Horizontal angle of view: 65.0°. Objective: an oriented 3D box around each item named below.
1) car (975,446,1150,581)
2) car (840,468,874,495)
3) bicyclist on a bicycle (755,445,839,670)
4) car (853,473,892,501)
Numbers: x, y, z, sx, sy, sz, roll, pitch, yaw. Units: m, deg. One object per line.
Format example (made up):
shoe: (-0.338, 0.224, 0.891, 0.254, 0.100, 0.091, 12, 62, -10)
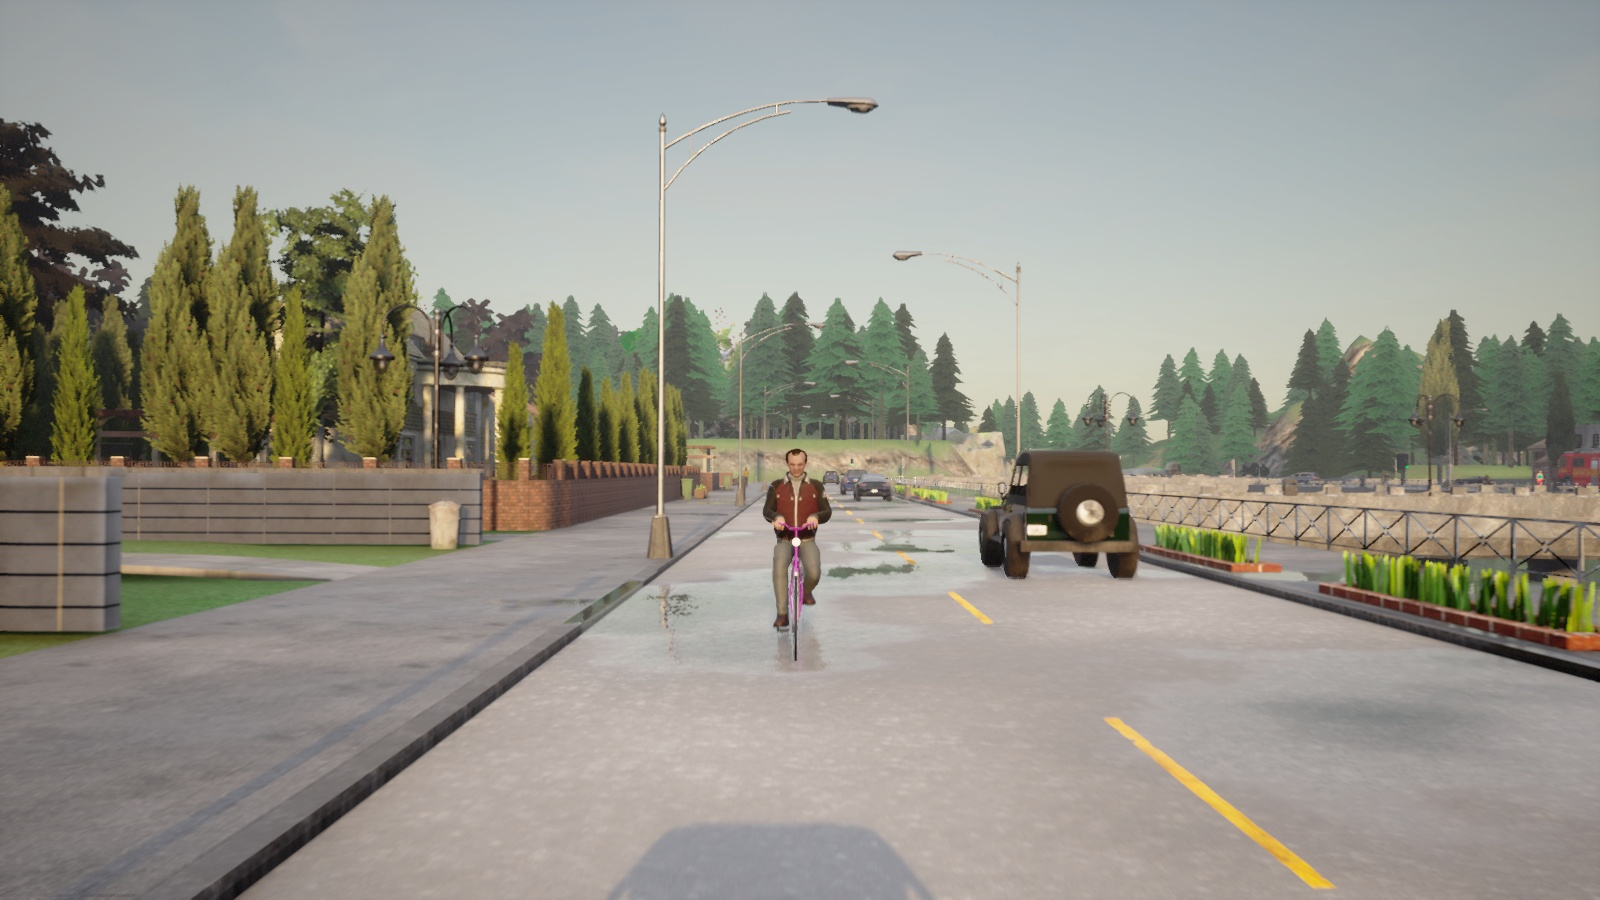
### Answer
car: (3.954, 0.923, 19.586, 1.905, 1.878, 3.866, 0, -1, 0)
car: (3.801, 2.074, 84.586, 2.097, 1.767, 4.553, 0, -1, 0)
bicyclist on a bicycle: (-0.026, 0.867, 10.853, 0.659, 1.776, 1.843, 0, -1, 0)
car: (3.843, 1.946, 66.954, 1.812, 1.442, 4.674, 0, -1, 0)
